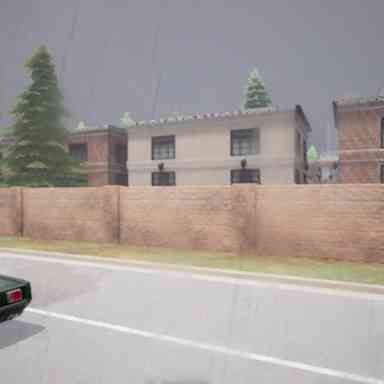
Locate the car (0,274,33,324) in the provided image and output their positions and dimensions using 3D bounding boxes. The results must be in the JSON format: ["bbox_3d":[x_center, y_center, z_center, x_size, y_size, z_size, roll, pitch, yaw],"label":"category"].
[{"bbox_3d":[-5.051,1.641,5.543,4.718,1.301,1.895,0,0,25],"label":"car"}]
